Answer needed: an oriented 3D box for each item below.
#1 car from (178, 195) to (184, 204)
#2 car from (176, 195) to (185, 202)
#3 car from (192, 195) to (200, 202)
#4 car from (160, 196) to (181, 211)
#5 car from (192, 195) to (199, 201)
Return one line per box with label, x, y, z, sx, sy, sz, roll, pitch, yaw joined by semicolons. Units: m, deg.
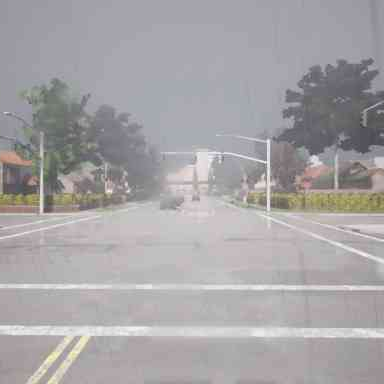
car;-2.779;1.506;52.882;1.837;1.490;4.892;0;0;1
car;-2.555;1.478;73.944;1.882;1.535;5.008;0;0;0
car;0.981;1.500;79.125;1.837;1.490;4.892;0;0;0
car;-2.871;1.547;41.139;2.033;1.411;5.357;0;0;1
car;1.051;1.514;89.523;1.812;1.442;4.674;0;0;0
